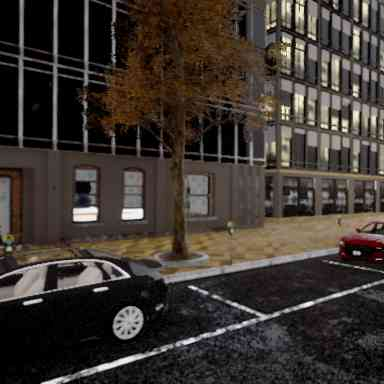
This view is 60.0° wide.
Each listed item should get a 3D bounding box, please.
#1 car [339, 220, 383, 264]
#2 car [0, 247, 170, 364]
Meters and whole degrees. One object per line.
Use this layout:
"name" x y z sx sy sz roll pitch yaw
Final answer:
"car" 6.866 1.635 11.460 4.507 1.381 1.887 1 0 -36
"car" -2.414 1.557 4.838 4.403 1.369 2.008 1 0 -36
